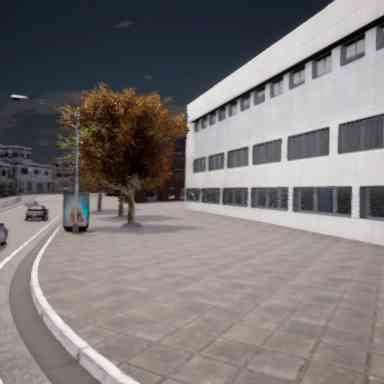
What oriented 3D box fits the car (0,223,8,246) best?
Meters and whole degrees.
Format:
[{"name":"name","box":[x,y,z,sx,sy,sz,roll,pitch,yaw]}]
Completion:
[{"name":"car","box":[-8.903,1.712,13.674,1.812,1.442,4.674,2,-2,-20]}]

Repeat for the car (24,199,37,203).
[{"name":"car","box":[-27.084,1.854,55.822,1.812,1.442,4.674,2,1,-18]}]

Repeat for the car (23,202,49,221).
[{"name":"car","box":[-16.067,2.137,34.582,2.128,1.511,4.902,2,-1,-19]}]
